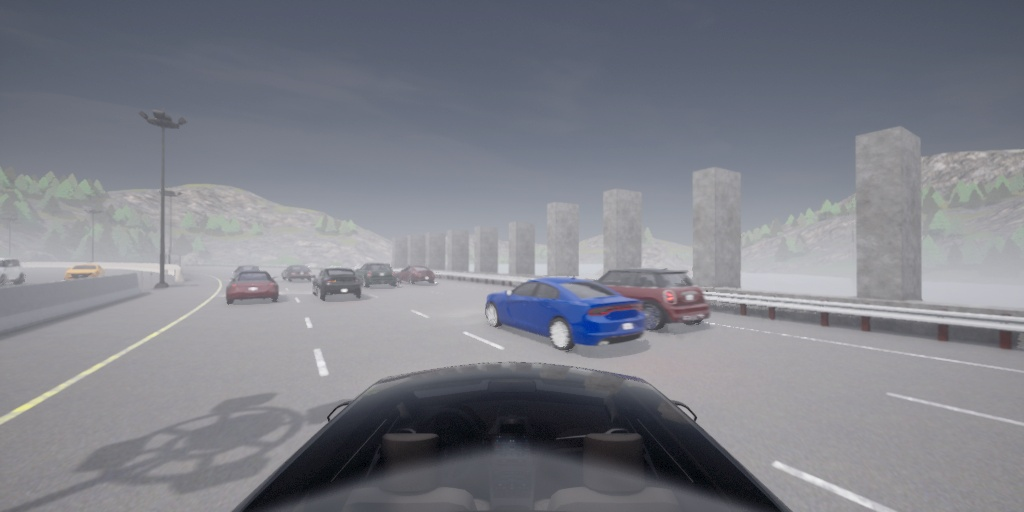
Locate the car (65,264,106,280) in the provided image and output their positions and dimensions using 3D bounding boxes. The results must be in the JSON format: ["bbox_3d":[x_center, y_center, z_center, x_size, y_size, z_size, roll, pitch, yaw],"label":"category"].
[{"bbox_3d":[-37.606,1.451,31.687,1.882,1.535,5.008,1,-1,-43],"label":"car"}]

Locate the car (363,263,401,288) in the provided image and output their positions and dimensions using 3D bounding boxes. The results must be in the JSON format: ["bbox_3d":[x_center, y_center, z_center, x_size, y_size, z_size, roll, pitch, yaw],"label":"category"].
[{"bbox_3d":[-10.022,1.296,25.916,2.097,1.767,4.553,0,-1,-36],"label":"car"}]

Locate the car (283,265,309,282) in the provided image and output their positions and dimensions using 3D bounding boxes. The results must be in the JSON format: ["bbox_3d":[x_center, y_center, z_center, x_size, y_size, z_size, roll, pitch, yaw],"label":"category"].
[{"bbox_3d":[-19.341,1.538,32.212,2.033,1.411,5.357,0,-1,-40],"label":"car"}]

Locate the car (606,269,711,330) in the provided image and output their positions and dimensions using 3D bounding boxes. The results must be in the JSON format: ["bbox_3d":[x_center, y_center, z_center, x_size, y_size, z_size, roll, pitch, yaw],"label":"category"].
[{"bbox_3d":[3.774,1.186,11.662,2.097,1.767,4.553,0,-1,-32],"label":"car"}]

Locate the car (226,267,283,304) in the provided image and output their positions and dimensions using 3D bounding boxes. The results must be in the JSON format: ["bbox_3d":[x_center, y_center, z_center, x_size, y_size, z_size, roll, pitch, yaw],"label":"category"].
[{"bbox_3d":[-12.554,1.435,17.452,1.994,1.385,4.181,0,-1,-35],"label":"car"}]

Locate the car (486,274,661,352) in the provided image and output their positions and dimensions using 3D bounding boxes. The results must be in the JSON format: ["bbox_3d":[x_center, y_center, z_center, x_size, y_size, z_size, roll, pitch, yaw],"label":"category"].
[{"bbox_3d":[1.062,1.292,9.394,1.882,1.535,5.008,0,-1,-32],"label":"car"}]

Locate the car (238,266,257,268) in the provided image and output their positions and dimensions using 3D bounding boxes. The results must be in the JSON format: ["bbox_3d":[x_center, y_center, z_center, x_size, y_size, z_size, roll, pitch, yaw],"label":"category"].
[{"bbox_3d":[-22.508,1.522,30.553,2.033,1.411,5.357,0,-1,-40],"label":"car"}]

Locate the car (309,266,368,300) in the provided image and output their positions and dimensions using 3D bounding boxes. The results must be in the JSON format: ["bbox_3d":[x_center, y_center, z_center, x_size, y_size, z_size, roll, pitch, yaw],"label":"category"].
[{"bbox_3d":[-9.250,1.390,18.833,1.837,1.490,4.892,0,-1,-34],"label":"car"}]

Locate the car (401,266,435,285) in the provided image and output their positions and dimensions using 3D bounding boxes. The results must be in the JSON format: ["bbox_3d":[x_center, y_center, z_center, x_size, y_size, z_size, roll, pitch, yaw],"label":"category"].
[{"bbox_3d":[-7.737,1.495,28.708,1.812,1.442,4.674,0,-1,-36],"label":"car"}]

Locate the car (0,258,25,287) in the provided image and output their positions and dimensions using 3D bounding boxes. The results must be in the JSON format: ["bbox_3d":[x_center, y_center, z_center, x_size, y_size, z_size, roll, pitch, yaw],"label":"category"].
[{"bbox_3d":[-36.218,1.140,24.815,2.150,2.045,5.566,0,-1,-41],"label":"car"}]
